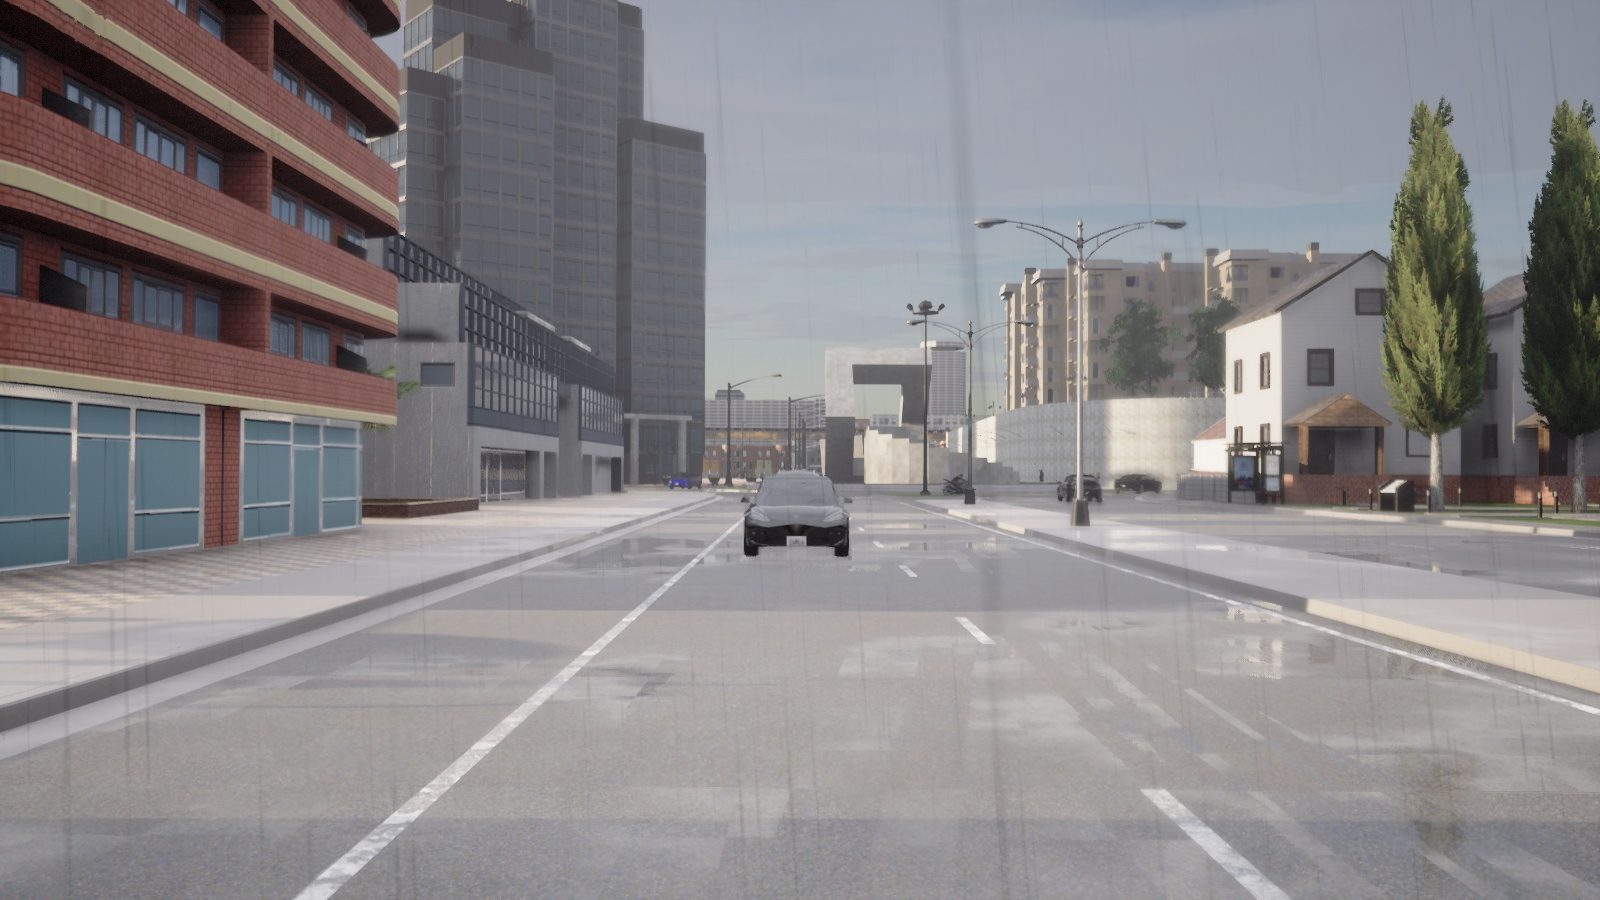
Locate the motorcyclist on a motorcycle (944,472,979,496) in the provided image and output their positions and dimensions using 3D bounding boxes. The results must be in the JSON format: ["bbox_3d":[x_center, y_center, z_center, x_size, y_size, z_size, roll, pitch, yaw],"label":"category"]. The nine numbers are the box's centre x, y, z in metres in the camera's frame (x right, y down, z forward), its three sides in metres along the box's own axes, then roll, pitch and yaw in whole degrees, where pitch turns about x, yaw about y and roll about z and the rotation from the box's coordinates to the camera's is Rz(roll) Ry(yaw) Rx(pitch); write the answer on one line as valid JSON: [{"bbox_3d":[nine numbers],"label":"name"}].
[{"bbox_3d":[10.592,2.218,82.405,2.191,1.530,0.866,0,-1,-1],"label":"motorcyclist on a motorcycle"}]

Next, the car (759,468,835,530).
[{"bbox_3d":[-0.085,1.364,36.127,2.033,1.649,4.856,0,-1,0],"label":"car"}]

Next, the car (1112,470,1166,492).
[{"bbox_3d":[25.435,2.301,94.115,1.882,1.535,5.008,-1,-1,41],"label":"car"}]

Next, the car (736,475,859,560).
[{"bbox_3d":[-0.056,1.236,24.565,2.163,1.488,4.792,0,-1,0],"label":"car"}]

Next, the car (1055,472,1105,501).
[{"bbox_3d":[15.072,1.920,67.795,1.837,1.490,4.892,0,-1,3],"label":"car"}]
